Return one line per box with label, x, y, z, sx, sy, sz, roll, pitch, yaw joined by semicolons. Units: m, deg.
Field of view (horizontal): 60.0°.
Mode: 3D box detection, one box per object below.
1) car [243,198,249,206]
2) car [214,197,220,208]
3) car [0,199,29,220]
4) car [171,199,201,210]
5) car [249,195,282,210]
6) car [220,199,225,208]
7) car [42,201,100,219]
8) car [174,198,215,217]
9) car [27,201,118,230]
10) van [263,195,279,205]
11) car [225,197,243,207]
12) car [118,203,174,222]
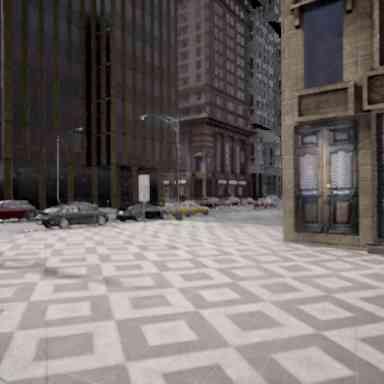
car;9.113;1.698;56.982;2.008;1.369;4.403;-1;-1;35
car;1.179;1.608;41.161;1.895;1.301;4.718;-1;-1;36
car;-13.844;1.366;24.613;1.967;1.590;4.097;-1;-1;35
car;-0.725;1.613;43.109;1.802;1.307;4.206;-1;-1;35
car;9.488;1.442;42.778;1.967;1.590;4.097;-1;-1;35
car;2.552;1.507;47.733;1.967;1.590;4.097;-1;-1;35
car;-10.563;1.497;29.237;2.008;1.369;4.403;-1;-1;35
car;-0.250;1.432;29.043;1.752;1.417;4.829;-1;-1;35
car;-6.907;1.412;19.656;2.008;1.369;4.403;-1;-1;35
van;15.671;1.573;66.233;1.690;1.788;3.998;-1;-1;35
car;5.832;1.546;52.359;1.967;1.590;4.097;-1;-1;35
car;-3.627;1.447;24.282;1.947;1.339;4.313;-1;-1;35
